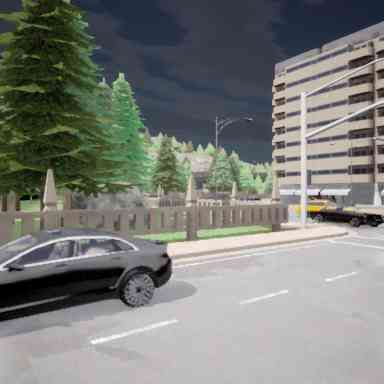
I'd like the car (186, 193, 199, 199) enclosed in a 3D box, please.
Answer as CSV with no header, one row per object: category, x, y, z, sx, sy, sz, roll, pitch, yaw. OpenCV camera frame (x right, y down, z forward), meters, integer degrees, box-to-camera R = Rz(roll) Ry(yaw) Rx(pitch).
car,0.122,1.168,59.388,2.150,2.045,5.566,0,0,4

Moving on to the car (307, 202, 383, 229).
car,10.000,1.557,21.754,1.895,1.301,4.718,0,0,-23

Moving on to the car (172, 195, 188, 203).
car,-2.323,1.424,66.813,1.882,1.535,5.008,0,0,14

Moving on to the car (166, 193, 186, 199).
car,-2.624,1.168,48.343,2.150,2.045,5.566,0,0,-9

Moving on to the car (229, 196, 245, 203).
car,9.239,1.492,67.906,2.033,1.411,5.357,0,0,20

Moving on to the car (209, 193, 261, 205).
car,3.795,1.165,32.293,2.150,2.045,5.566,0,0,-31

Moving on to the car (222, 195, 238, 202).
car,8.588,1.469,75.176,1.812,1.442,4.674,0,0,32

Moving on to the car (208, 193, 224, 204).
car,4.801,1.166,65.225,2.150,2.045,5.566,0,0,14

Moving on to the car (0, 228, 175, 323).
car,-2.675,1.491,6.355,4.902,1.511,2.128,0,0,-35

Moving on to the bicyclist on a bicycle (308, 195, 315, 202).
bicyclist on a bicycle,15.306,1.245,42.449,1.656,1.620,0.582,0,0,-29

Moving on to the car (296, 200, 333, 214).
car,11.058,1.422,27.560,1.882,1.535,5.008,0,0,-34

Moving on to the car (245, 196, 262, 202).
car,14.303,1.540,77.284,1.895,1.301,4.718,0,0,40
